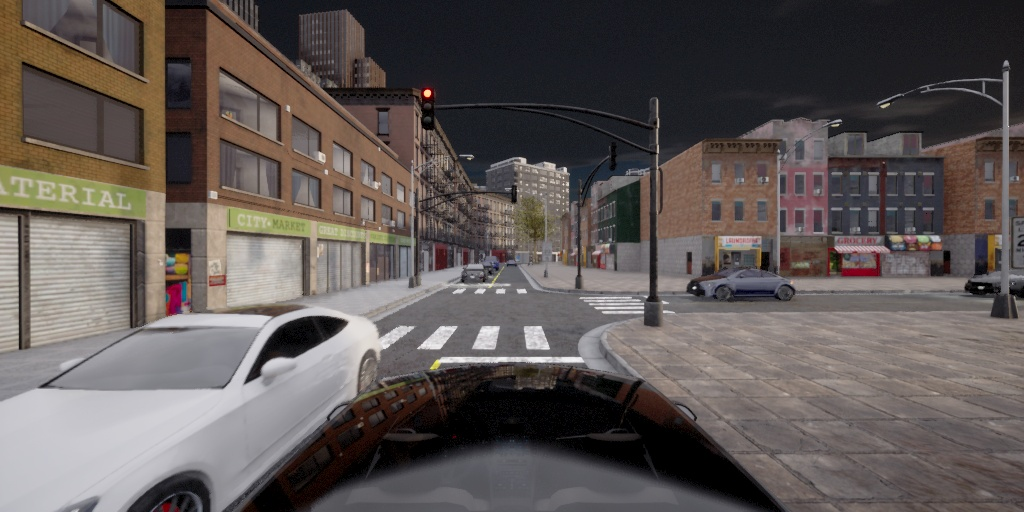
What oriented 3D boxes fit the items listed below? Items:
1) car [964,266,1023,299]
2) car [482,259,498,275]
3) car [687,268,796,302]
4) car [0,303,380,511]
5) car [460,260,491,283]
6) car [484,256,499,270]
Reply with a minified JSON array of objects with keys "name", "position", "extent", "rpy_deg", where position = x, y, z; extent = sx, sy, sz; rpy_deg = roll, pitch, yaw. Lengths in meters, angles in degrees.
[{"name":"car","position":[23.699,1.114,16.286],"extent":[4.892,1.490,1.837],"rpy_deg":[-2,0,0]},{"name":"car","position":[-2.944,1.319,39.116],"extent":[2.033,1.411,5.357],"rpy_deg":[0,0,0]},{"name":"car","position":[10.265,1.249,16.232],"extent":[4.181,1.385,1.994],"rpy_deg":[0,0,0]},{"name":"car","position":[-2.867,1.276,3.611],"extent":[1.812,1.442,4.674],"rpy_deg":[0,0,1]},{"name":"car","position":[-2.909,1.287,28.684],"extent":[1.812,1.442,4.674],"rpy_deg":[0,0,0]},{"name":"car","position":[-2.949,1.007,49.737],"extent":[2.150,2.045,5.566],"rpy_deg":[0,0,1]}]
